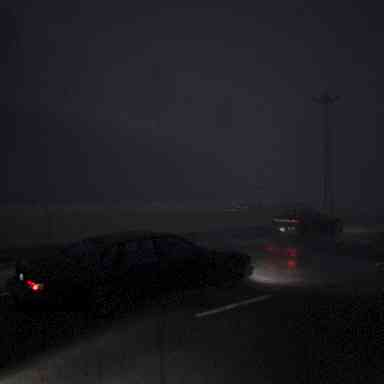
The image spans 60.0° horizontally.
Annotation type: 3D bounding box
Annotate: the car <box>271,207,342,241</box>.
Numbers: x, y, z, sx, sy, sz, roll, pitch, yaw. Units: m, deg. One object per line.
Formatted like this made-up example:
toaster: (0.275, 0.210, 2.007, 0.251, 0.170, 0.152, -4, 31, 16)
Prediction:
car: (6.237, 1.629, 17.771, 4.902, 1.511, 2.128, 1, 0, -40)

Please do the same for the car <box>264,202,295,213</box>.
car: (11.114, 1.907, 42.045, 1.895, 1.301, 4.718, 0, 0, 43)

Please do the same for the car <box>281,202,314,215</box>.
car: (12.156, 1.852, 38.081, 1.994, 1.385, 4.181, 0, 0, 43)

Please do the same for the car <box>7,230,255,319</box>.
car: (-1.025, 1.585, 7.437, 5.357, 1.411, 2.033, 1, 0, -37)

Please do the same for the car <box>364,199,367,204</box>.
car: (36.937, 2.138, 70.843, 2.128, 1.511, 4.902, 0, 0, 31)
